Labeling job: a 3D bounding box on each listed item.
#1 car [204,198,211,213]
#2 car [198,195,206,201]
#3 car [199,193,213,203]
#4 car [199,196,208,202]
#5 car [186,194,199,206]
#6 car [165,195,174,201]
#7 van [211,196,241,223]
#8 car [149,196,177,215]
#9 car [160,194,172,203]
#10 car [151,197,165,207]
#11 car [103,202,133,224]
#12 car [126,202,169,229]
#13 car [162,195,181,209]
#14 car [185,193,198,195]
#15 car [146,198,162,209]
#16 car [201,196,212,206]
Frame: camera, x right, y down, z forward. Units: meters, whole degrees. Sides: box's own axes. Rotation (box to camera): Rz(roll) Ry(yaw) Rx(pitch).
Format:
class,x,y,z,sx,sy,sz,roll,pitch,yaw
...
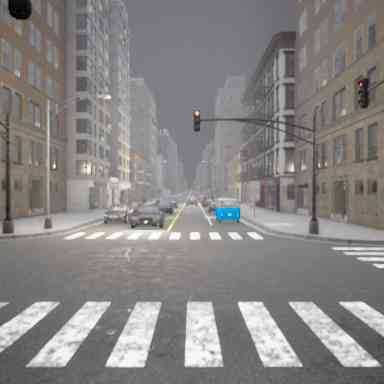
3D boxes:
class,x,y,z,sx,sy,sz,roll,pitch,yaw
car,2.620,1.600,36.367,1.802,1.307,4.206,0,0,0
car,2.597,1.578,87.500,1.947,1.339,4.313,0,0,0
car,2.613,1.334,53.412,2.192,1.841,5.009,0,0,0
car,2.602,1.566,76.137,2.008,1.369,4.403,0,0,0
car,-0.026,1.566,54.717,2.033,1.411,5.357,0,0,0
car,-5.425,1.454,81.811,1.967,1.590,4.097,0,0,0
van,2.625,1.353,25.005,1.690,1.788,3.998,0,0,0
car,-2.860,1.494,33.988,1.882,1.535,5.008,0,0,0
car,-5.420,1.331,70.448,2.192,1.841,5.009,0,0,0
car,-5.412,1.585,53.403,1.947,1.339,4.313,0,0,0
car,-5.400,1.563,24.993,2.008,1.369,4.403,0,0,0
car,-2.765,1.575,21.577,1.994,1.385,4.181,0,0,-2
car,-2.856,1.525,46.106,1.837,1.490,4.892,0,0,0
car,-0.031,1.495,65.136,1.882,1.535,5.008,0,0,0
car,-5.410,1.546,47.551,1.752,1.417,4.829,0,0,0
car,2.615,1.602,47.731,1.802,1.307,4.206,0,0,0
